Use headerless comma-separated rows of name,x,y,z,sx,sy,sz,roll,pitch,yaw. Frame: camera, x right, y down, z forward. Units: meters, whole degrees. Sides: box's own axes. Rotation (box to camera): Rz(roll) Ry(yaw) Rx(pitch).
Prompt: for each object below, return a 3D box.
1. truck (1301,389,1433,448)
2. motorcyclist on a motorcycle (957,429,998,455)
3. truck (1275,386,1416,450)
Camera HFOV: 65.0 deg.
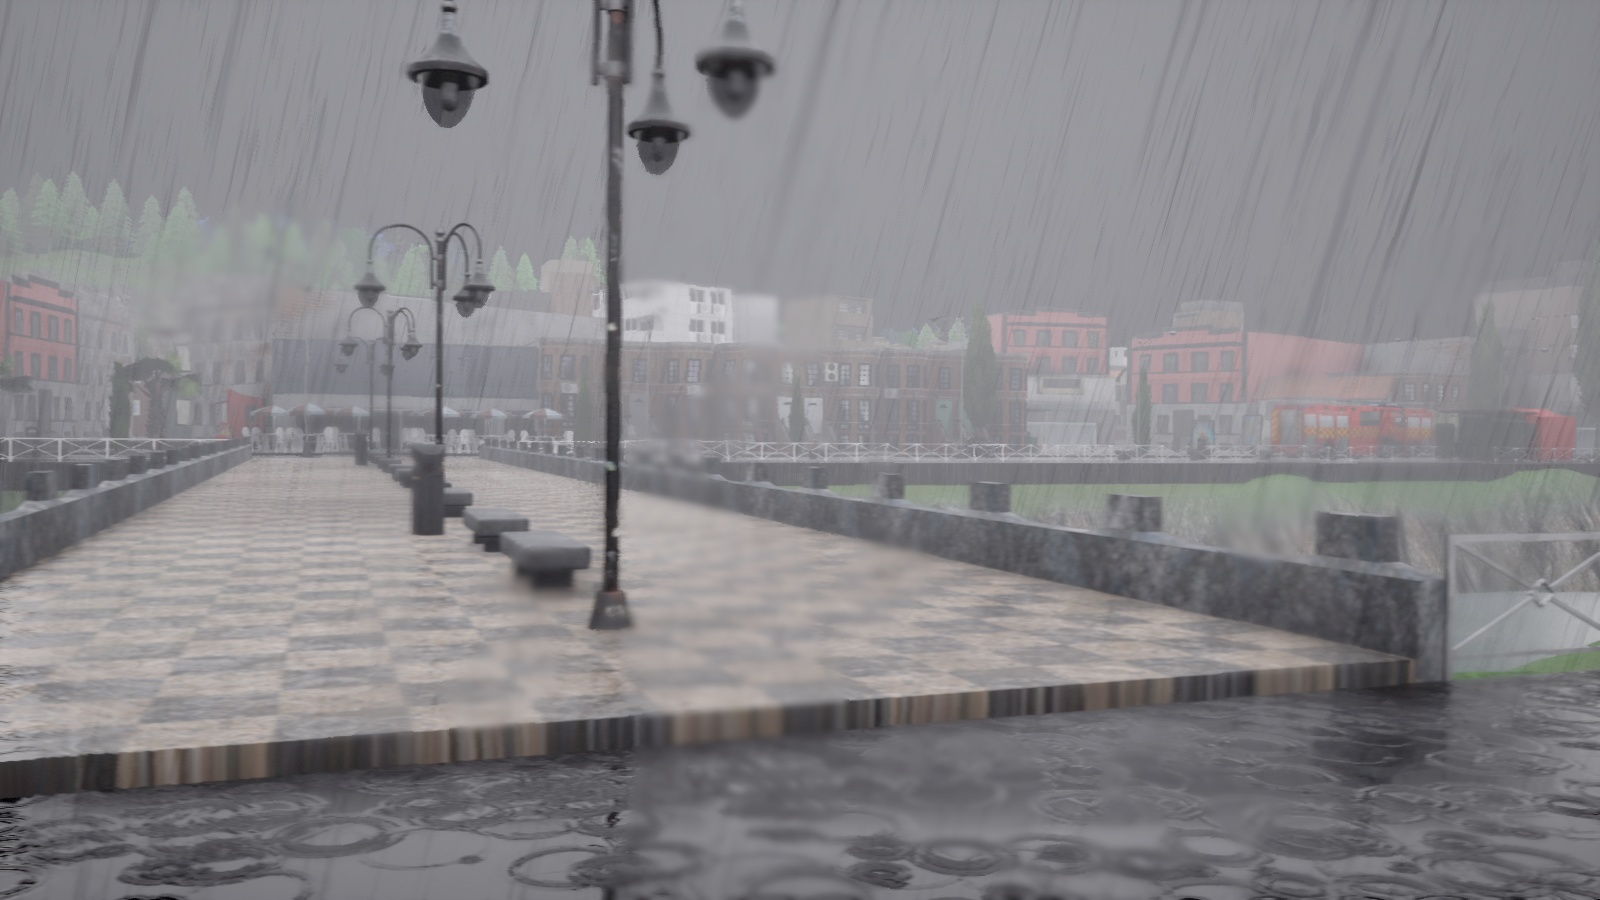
truck,38.029,-2.148,84.189,8.468,3.827,2.891,-1,1,-21
motorcyclist on a motorcycle,10.409,-0.479,73.708,2.191,1.530,0.866,-1,1,-21
truck,34.072,-2.011,78.407,8.468,3.827,2.891,-1,1,-21
